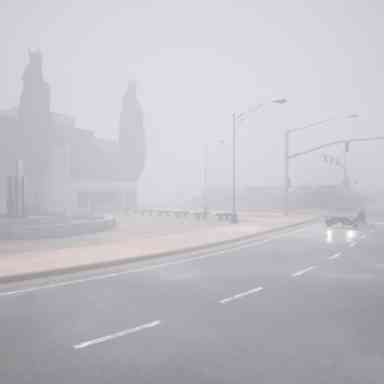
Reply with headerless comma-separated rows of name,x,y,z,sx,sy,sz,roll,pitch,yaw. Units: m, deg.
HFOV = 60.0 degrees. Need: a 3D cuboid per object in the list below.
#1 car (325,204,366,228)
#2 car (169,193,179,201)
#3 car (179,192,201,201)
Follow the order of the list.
car,10.505,1.547,22.481,2.033,1.411,5.357,0,0,35
car,-2.795,1.156,77.198,1.905,1.878,3.866,0,0,36
car,-0.470,1.395,75.472,1.970,1.475,3.806,0,0,36
